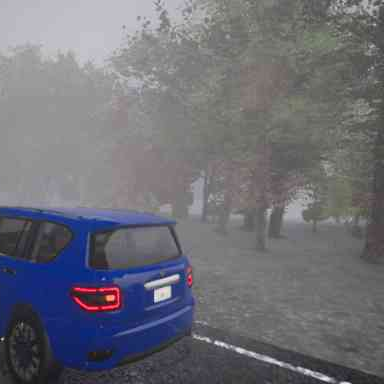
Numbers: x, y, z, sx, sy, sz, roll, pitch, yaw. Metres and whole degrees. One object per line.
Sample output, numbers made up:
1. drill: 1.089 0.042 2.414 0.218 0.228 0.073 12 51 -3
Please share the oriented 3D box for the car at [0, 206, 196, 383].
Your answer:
1. car: -2.537 1.243 5.588 5.566 2.045 2.150 2 -1 36
